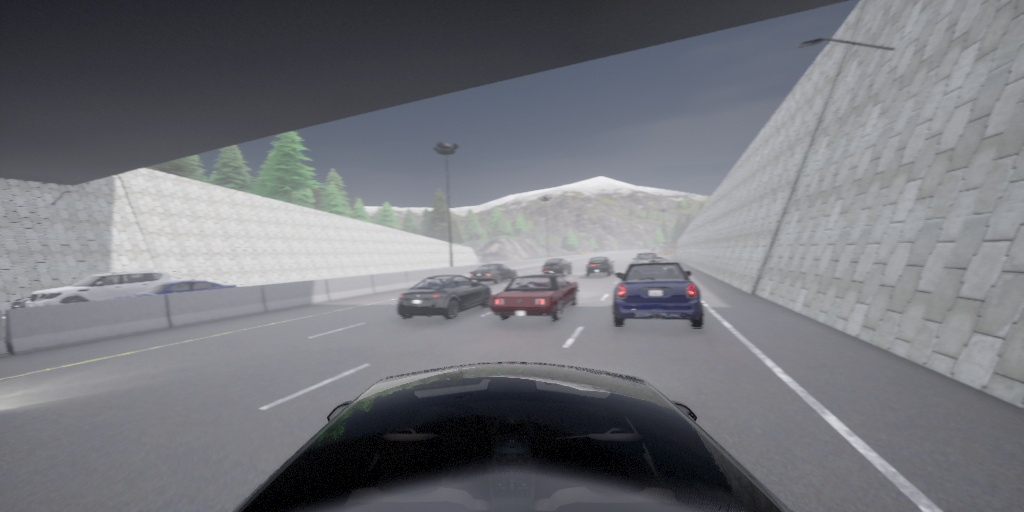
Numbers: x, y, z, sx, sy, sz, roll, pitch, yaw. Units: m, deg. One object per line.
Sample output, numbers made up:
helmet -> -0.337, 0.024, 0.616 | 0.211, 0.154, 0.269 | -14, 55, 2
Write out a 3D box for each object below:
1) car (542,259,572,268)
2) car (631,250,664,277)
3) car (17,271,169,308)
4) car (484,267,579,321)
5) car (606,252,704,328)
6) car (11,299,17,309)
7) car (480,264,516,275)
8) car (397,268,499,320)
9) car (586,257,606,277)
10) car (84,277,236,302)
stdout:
car -> 3.832, 0.954, 30.075 | 1.837, 1.490, 4.892 | -3, 0, 20
car -> 10.290, 0.506, 27.390 | 2.097, 1.767, 4.553 | -3, 0, 20
car -> -22.405, 1.954, 19.982 | 2.150, 2.045, 5.566 | -3, 0, 20
car -> 0.992, 1.260, 12.063 | 1.895, 1.301, 4.718 | -3, 0, 20
car -> 4.165, 0.866, 10.590 | 2.097, 1.767, 4.553 | -3, 0, 20
car -> -25.744, 2.452, 20.985 | 1.994, 1.385, 4.181 | -3, 0, 20
car -> -1.321, 1.257, 26.145 | 2.033, 1.411, 5.357 | -3, 0, 20
car -> -2.314, 1.375, 13.208 | 1.994, 1.385, 4.181 | -3, 0, 20
car -> 7.120, 0.803, 28.887 | 1.837, 1.490, 4.892 | -3, 0, 20
car -> -16.023, 1.922, 17.037 | 1.882, 1.535, 5.008 | -3, 0, 20
